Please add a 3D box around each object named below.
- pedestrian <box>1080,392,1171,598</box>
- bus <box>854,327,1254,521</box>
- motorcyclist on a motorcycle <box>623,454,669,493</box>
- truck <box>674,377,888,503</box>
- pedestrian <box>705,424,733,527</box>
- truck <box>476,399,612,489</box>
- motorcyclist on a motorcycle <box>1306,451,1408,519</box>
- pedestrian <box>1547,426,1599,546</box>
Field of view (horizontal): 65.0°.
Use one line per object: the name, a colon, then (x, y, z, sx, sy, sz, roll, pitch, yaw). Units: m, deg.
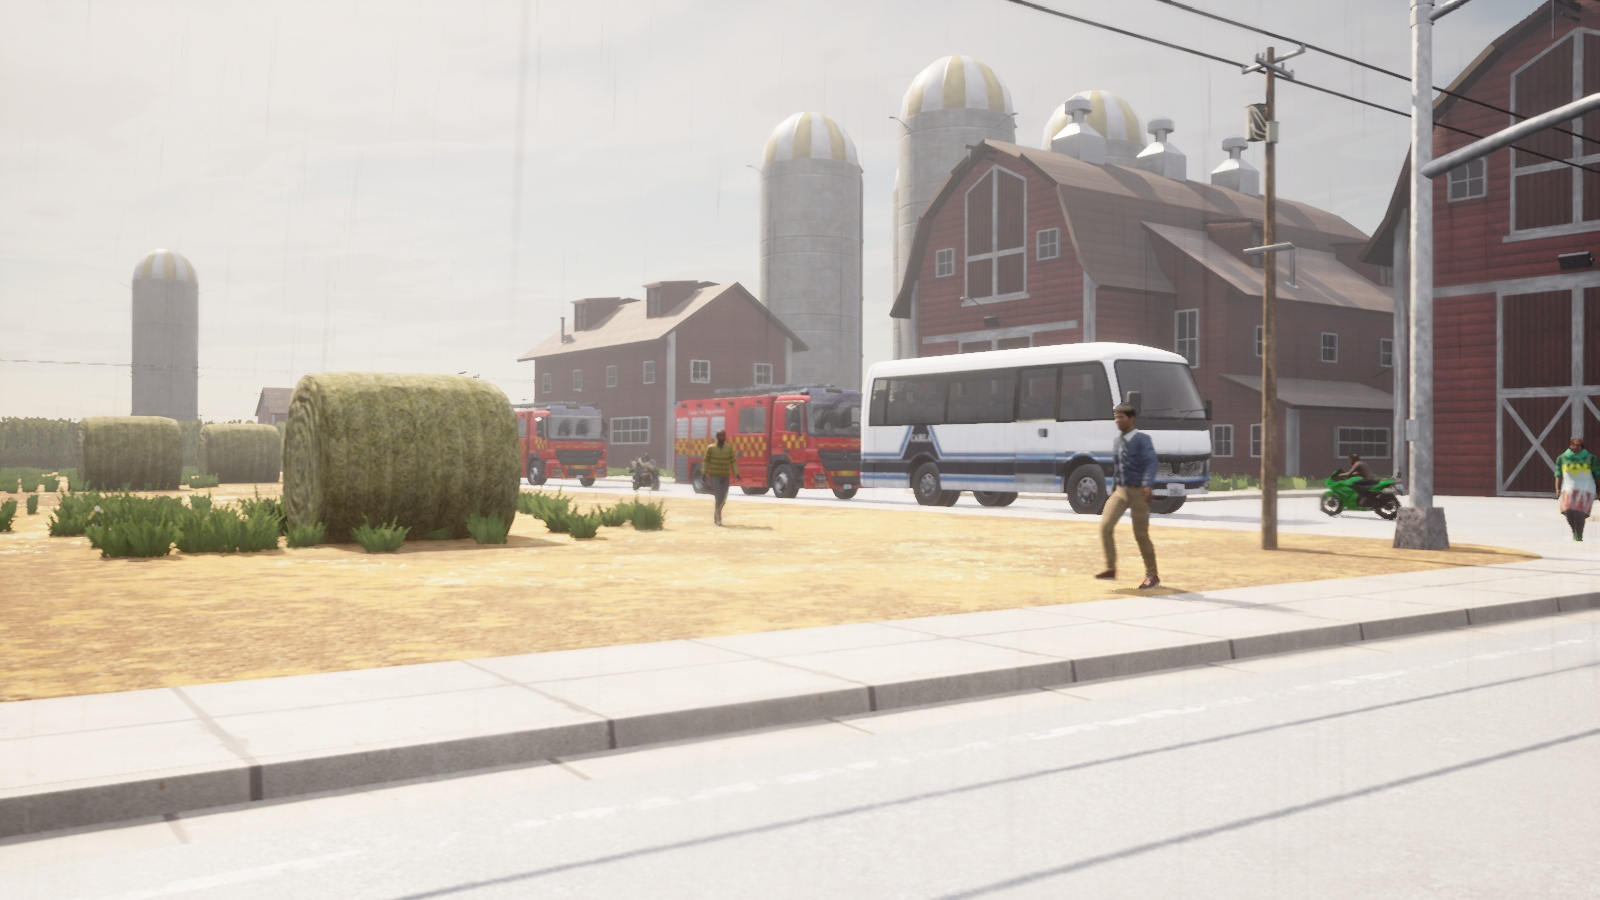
pedestrian: (3.189, 0.427, 12.300, 0.788, 1.949, 0.423, 0, 0, -29)
bus: (6.165, -0.544, 32.842, 3.944, 4.253, 10.273, 0, 0, -36)
motorcyclist on a motorcycle: (-6.125, 0.920, 49.814, 0.866, 1.530, 2.191, 0, 0, -36)
truck: (-0.859, -0.292, 42.546, 2.891, 3.827, 8.468, 0, 0, -36)
pedestrian: (-1.475, 0.454, 22.774, 0.370, 1.835, 0.726, 0, 0, -16)
truck: (-11.935, -0.230, 57.853, 2.891, 3.827, 8.468, 0, 0, -36)
motorcyclist on a motorcycle: (12.996, 0.793, 29.367, 0.797, 1.523, 2.044, 0, 0, -36)
pedestrian: (12.956, 0.592, 20.935, 0.659, 1.952, 0.873, 0, 0, 44)
